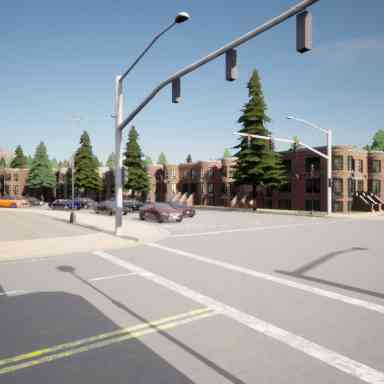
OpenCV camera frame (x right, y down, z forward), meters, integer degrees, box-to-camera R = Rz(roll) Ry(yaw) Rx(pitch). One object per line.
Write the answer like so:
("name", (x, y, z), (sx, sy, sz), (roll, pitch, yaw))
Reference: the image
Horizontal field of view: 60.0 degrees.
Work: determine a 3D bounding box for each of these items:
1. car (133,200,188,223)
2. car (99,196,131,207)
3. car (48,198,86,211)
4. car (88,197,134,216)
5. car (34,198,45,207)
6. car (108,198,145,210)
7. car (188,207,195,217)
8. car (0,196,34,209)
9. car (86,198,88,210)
("car", (-2.520, 1.526, 25.579), (1.812, 1.442, 4.674), (0, 0, -35))
("car", (-11.808, 1.477, 50.971), (5.008, 1.535, 1.882), (0, 0, 35))
("car", (-15.478, 1.601, 40.539), (4.718, 1.301, 1.895), (0, 0, 37))
("car", (-8.191, 1.547, 33.265), (2.033, 1.411, 5.357), (0, 0, -38))
("car", (-24.270, 1.489, 49.617), (4.902, 1.511, 2.128), (0, 0, 22))
("car", (-8.812, 1.547, 44.418), (5.357, 1.411, 2.033), (0, 0, 41))
("car", (-1.529, 1.564, 30.097), (1.994, 1.385, 4.181), (0, 0, -37))
("car", (-24.690, 1.352, 45.979), (4.553, 1.767, 2.097), (0, 0, 23))
("car", (-14.230, 1.492, 43.868), (4.902, 1.511, 2.128), (0, 0, 36))
